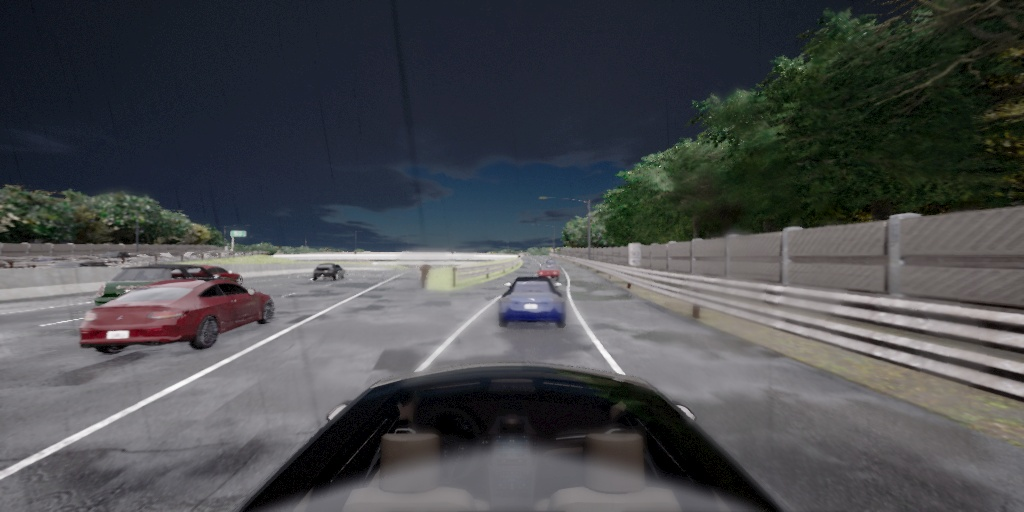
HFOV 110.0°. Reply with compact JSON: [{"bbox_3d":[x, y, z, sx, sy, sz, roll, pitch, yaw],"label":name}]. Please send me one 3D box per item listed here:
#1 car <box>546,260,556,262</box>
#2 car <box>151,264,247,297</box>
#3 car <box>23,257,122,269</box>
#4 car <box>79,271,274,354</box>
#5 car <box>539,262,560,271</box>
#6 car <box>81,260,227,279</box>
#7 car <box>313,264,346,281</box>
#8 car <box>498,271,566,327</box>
[{"bbox_3d":[6.180,1.260,56.827,2.033,1.411,5.357,0,1,5],"label":"car"},{"bbox_3d":[-17.244,1.261,20.134,1.882,1.535,5.008,0,-1,-13],"label":"car"},{"bbox_3d":[-28.980,1.147,23.613,2.097,1.767,4.553,0,-1,-13],"label":"car"},{"bbox_3d":[-7.623,1.263,8.721,1.812,1.442,4.674,0,0,-13],"label":"car"},{"bbox_3d":[3.371,1.489,32.175,1.895,1.301,4.718,0,0,8],"label":"car"},{"bbox_3d":[-12.058,1.097,12.983,2.097,1.767,4.553,0,0,-13],"label":"car"},{"bbox_3d":[-16.395,1.426,32.377,1.837,1.490,4.892,0,-1,-13],"label":"car"},{"bbox_3d":[0.694,1.361,11.813,1.994,1.385,4.181,0,0,5],"label":"car"}]
